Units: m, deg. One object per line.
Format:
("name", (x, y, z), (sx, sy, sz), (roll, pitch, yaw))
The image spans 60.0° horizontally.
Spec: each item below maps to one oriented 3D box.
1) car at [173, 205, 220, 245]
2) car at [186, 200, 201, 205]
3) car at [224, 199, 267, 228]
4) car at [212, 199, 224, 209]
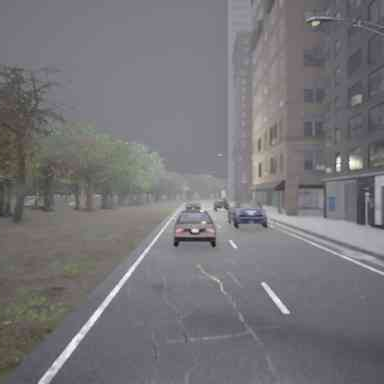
("car", (0.117, 1.548, 15.395), (2.033, 1.411, 5.357), (0, 0, 0))
("car", (0.153, 1.713, 42.120), (1.895, 1.301, 4.718), (0, -1, 0))
("car", (3.627, 1.355, 22.513), (2.097, 1.767, 4.553), (0, 0, 0))
("car", (3.652, 1.617, 42.097), (1.837, 1.490, 4.892), (0, -1, 0))
